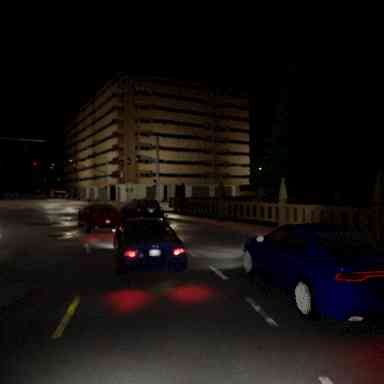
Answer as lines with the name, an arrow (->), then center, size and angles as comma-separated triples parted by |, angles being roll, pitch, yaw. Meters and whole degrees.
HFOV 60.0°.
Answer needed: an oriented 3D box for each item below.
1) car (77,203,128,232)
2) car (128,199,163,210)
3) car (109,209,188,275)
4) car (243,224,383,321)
car -> -5.636, 1.424, 20.003 | 1.882, 1.535, 5.008 | 0, 0, -27
car -> -3.661, 1.279, 23.651 | 2.097, 1.767, 4.553 | 0, 0, -27
car -> -1.489, 1.515, 10.502 | 2.033, 1.411, 5.357 | 0, 0, -14
car -> 2.644, 1.442, 7.377 | 1.882, 1.535, 5.008 | 0, 0, -9
